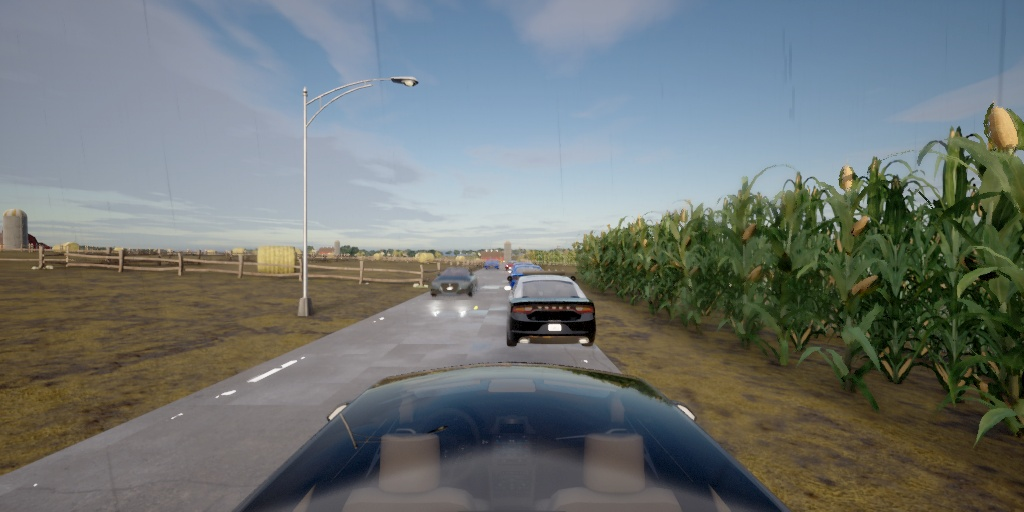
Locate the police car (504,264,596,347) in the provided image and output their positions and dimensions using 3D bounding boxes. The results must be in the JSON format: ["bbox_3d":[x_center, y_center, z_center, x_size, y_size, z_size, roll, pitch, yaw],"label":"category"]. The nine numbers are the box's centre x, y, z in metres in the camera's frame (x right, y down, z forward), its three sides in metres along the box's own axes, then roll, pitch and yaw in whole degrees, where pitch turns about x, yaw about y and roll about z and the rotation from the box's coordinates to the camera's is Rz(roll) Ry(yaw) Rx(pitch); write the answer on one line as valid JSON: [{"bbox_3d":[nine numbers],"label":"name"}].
[{"bbox_3d":[0.822,1.171,9.483,1.930,1.638,5.238,0,0,0],"label":"police car"}]

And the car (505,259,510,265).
[{"bbox_3d":[0.019,1.294,47.726,1.895,1.301,4.718,0,0,0],"label":"car"}]

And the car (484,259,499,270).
[{"bbox_3d":[-2.765,1.172,49.917,1.882,1.535,5.008,0,0,0],"label":"car"}]

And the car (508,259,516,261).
[{"bbox_3d":[0.813,1.201,25.373,1.882,1.535,5.008,0,0,0],"label":"car"}]

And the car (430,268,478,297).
[{"bbox_3d":[-2.857,1.300,18.464,1.994,1.385,4.181,0,0,0],"label":"car"}]

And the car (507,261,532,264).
[{"bbox_3d":[0.819,1.213,19.373,1.882,1.535,5.008,0,0,0],"label":"car"}]
